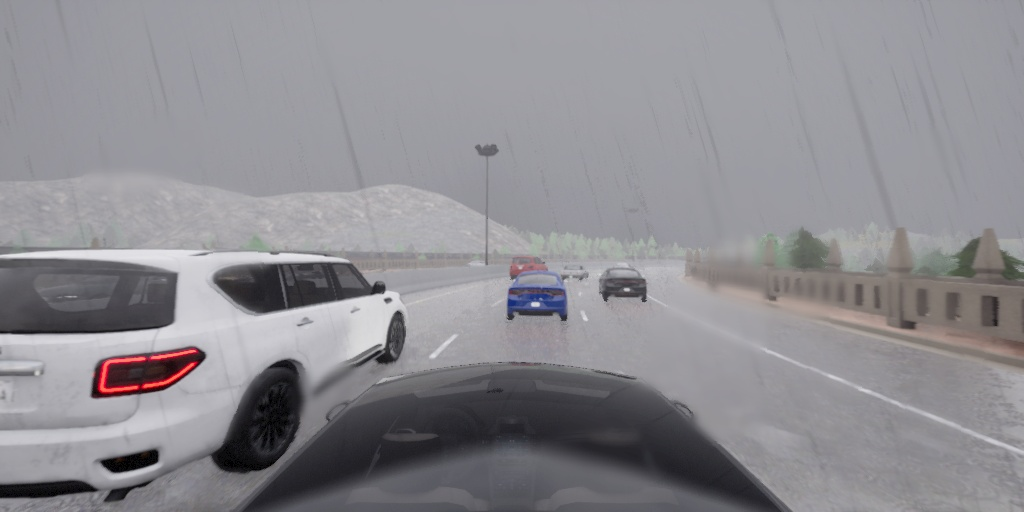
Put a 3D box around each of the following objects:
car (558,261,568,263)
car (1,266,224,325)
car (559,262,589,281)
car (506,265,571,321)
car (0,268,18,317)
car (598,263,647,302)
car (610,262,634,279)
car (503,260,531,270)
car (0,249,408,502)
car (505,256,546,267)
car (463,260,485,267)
[{"bbox_3d":[8.223,1.456,59.437,2.033,1.411,5.357,0,0,35],"label":"car"},{"bbox_3d":[-13.299,1.190,12.595,2.128,1.511,4.902,0,0,7],"label":"car"},{"bbox_3d":[5.614,1.441,31.774,1.895,1.301,4.718,0,0,20],"label":"car"},{"bbox_3d":[0.983,1.255,12.781,1.882,1.535,5.008,0,0,7],"label":"car"},{"bbox_3d":[-17.133,1.148,9.178,1.882,1.535,5.008,0,0,5],"label":"car"},{"bbox_3d":[5.330,1.288,17.673,1.882,1.535,5.008,0,0,10],"label":"car"},{"bbox_3d":[11.078,1.403,35.937,1.812,1.442,4.674,0,0,23],"label":"car"},{"bbox_3d":[0.822,1.335,54.465,1.882,1.535,5.008,0,0,31],"label":"car"},{"bbox_3d":[-3.244,0.960,4.965,2.150,2.045,5.566,0,0,2],"label":"car"},{"bbox_3d":[1.487,1.036,30.531,2.150,2.045,5.566,0,0,18],"label":"car"},{"bbox_3d":[-5.086,1.344,51.049,1.812,1.442,4.674,0,0,28],"label":"car"}]
